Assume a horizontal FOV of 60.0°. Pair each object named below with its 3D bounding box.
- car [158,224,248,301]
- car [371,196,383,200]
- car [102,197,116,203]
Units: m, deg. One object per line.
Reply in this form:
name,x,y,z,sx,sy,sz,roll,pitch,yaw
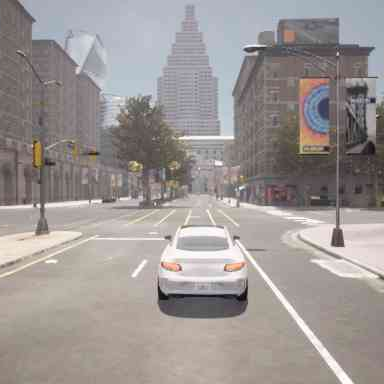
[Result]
car,0.254,1.526,8.242,1.812,1.442,4.674,0,0,2
car,35.922,1.481,67.540,2.231,1.521,4.892,0,0,1
car,-16.791,1.595,67.295,1.895,1.301,4.718,0,0,1
